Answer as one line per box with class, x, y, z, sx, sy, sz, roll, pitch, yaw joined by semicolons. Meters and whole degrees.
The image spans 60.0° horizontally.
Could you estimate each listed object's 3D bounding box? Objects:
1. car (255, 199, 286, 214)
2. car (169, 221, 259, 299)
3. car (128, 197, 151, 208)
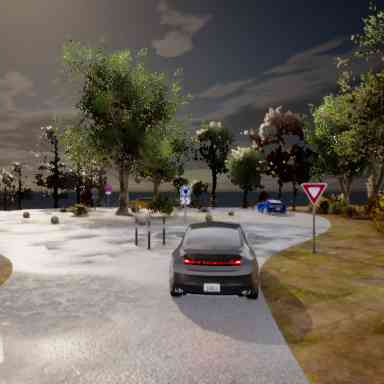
car;8.087;1.472;34.734;1.882;1.535;5.008;1;0;-7
car;0.602;1.503;8.501;1.837;1.490;4.892;0;0;6
car;-6.837;1.470;46.212;5.008;1.535;1.882;0;-1;-1
